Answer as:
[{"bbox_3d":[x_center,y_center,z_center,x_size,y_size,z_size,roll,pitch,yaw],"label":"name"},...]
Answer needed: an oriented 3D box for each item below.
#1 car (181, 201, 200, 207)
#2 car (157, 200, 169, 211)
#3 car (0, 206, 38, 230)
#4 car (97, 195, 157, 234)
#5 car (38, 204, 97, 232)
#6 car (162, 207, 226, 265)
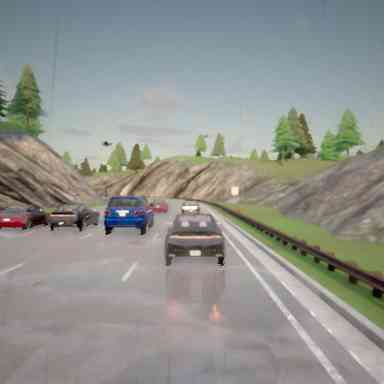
[{"bbox_3d":[-0.163,1.568,34.996,1.895,1.301,4.718,0,0,-1],"label":"car"},{"bbox_3d":[-3.688,1.528,37.134,1.994,1.385,4.181,0,0,-1],"label":"car"},{"bbox_3d":[-10.511,1.540,20.851,1.994,1.385,4.181,0,0,-1],"label":"car"},{"bbox_3d":[-3.491,1.202,19.162,2.150,2.045,5.566,0,0,-1],"label":"car"},{"bbox_3d":[-7.003,1.470,20.138,2.128,1.511,4.902,0,0,-1],"label":"car"},{"bbox_3d":[0.075,1.481,11.661,2.128,1.511,4.902,0,0,0],"label":"car"}]
